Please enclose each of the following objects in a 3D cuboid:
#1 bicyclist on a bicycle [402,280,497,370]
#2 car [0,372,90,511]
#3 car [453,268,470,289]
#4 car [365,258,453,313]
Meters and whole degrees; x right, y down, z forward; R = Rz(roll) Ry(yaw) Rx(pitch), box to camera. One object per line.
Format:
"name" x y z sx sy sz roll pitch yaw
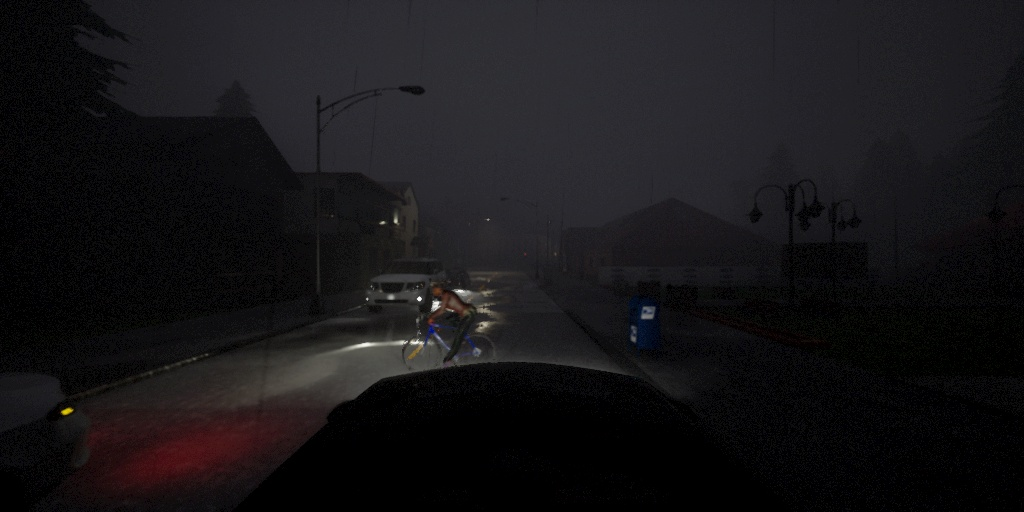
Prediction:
"bicyclist on a bicycle" -1.105 1.239 6.237 1.656 1.620 0.582 -2 0 0
"car" -4.081 1.268 0.735 1.812 1.442 4.674 0 -1 0
"car" -4.134 1.515 25.287 1.994 1.385 4.181 0 0 0
"car" -4.127 1.087 15.005 2.150 2.045 5.566 0 -1 0
